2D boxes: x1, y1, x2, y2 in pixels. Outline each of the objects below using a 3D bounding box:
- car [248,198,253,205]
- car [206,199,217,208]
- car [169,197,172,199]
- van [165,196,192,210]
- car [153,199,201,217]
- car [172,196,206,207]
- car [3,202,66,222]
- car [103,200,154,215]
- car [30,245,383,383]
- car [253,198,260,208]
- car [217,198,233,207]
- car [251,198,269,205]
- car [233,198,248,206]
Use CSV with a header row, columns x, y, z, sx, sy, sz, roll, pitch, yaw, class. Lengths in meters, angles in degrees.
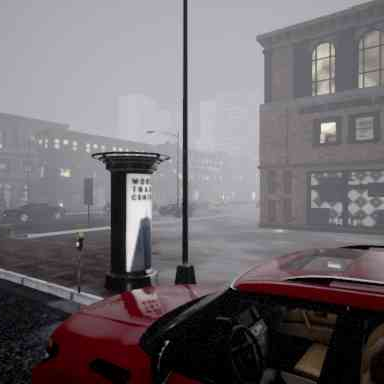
x,y,z,sx,sy,sz,roll,pitch,yaw,class
11.041,1.843,64.755,2.008,1.369,4.403,0,-1,36,car
1.399,1.753,51.270,2.008,1.369,4.403,0,0,36,car
-5.129,1.671,42.142,1.752,1.417,4.829,0,0,36,car
-1.816,1.515,46.777,1.690,1.788,3.998,0,0,36,van
-1.384,1.668,32.882,1.887,1.381,4.507,0,0,36,car
-0.801,1.656,43.713,2.128,1.511,4.902,0,0,36,car
-12.719,1.576,27.106,1.837,1.490,4.892,0,0,34,car
-6.773,1.338,35.383,2.150,2.045,5.566,0,0,36,car
1.044,1.315,2.130,5.009,1.841,2.192,0,0,36,car
11.430,1.674,50.892,1.967,1.590,4.097,0,-1,36,car
4.514,1.756,55.627,1.752,1.417,4.829,0,-1,36,car
14.256,1.873,69.251,2.008,1.369,4.403,0,-1,36,car
7.827,1.812,60.260,2.008,1.369,4.403,0,-1,36,car
